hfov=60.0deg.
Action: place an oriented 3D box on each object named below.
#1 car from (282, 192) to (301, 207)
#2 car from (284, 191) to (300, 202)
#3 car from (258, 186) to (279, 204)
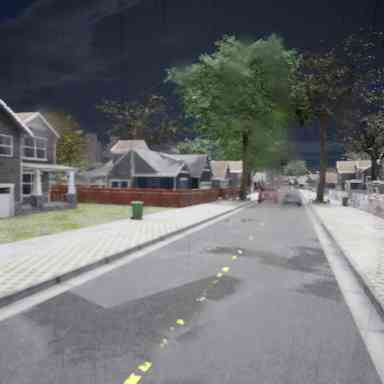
[{"bbox_3d":[11.097,0.827,36.924,1.994,1.385,4.181,2,2,18],"label":"car"},{"bbox_3d":[14.125,0.619,46.864,1.994,1.385,4.181,2,2,17],"label":"car"},{"bbox_3d":[9.539,0.337,41.348,2.150,2.045,5.566,2,2,17],"label":"car"}]
